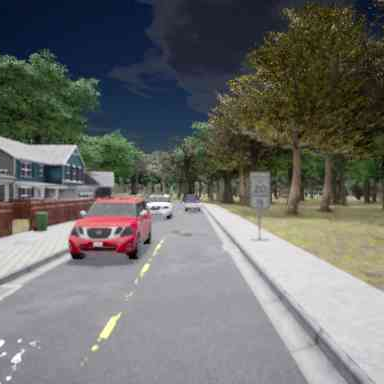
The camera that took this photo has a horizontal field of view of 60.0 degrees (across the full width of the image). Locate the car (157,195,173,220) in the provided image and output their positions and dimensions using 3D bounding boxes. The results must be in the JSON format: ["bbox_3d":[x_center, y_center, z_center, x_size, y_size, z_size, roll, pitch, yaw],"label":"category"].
[{"bbox_3d":[-2.849,1.265,29.189,2.150,2.045,5.566,0,-1,0],"label":"car"}]

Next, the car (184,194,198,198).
[{"bbox_3d":[0.011,1.314,51.620,2.150,2.045,5.566,0,0,-2],"label":"car"}]

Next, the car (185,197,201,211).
[{"bbox_3d":[0.094,1.669,41.210,1.895,1.301,4.718,0,0,0],"label":"car"}]

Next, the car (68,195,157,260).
[{"bbox_3d":[-2.844,1.233,12.838,2.150,2.045,5.566,0,0,0],"label":"car"}]
